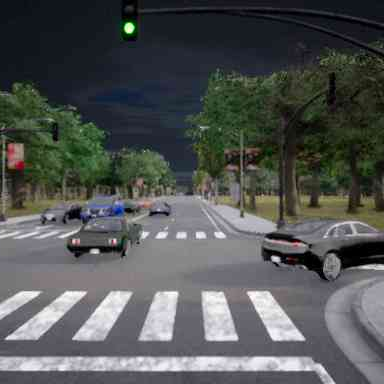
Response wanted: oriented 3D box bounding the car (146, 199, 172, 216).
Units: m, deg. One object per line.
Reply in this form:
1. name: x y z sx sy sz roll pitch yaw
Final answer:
1. car: -3.154 1.679 33.776 1.994 1.385 4.181 0 0 0

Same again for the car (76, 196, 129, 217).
1. car: -6.596 1.307 25.244 2.150 2.045 5.566 0 0 0

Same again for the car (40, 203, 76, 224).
1. car: -9.839 1.578 25.586 2.128 1.511 4.902 0 0 2

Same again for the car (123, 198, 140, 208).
1. car: -9.793 1.756 53.915 1.994 1.385 4.181 0 0 1

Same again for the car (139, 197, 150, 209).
1. car: -6.546 1.511 45.300 2.097 1.767 4.553 0 0 1

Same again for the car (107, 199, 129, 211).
1. car: -9.802 1.660 44.440 1.837 1.490 4.892 0 0 0

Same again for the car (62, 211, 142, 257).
1. car: -3.152 1.643 13.039 1.895 1.301 4.718 0 0 0

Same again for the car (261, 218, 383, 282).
1. car: 4.286 1.518 9.831 4.902 1.511 2.128 0 -1 -30

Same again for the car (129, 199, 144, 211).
1. car: -6.594 1.721 35.052 1.895 1.301 4.718 0 0 0

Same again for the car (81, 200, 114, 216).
1. car: -9.844 1.612 35.013 2.128 1.511 4.902 0 0 0
